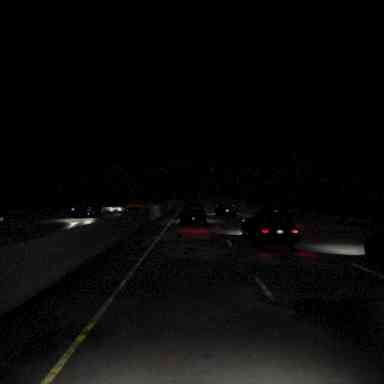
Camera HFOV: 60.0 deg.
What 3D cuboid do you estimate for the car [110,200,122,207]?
[{"bbox_3d":[-14.028,2.190,62.937,1.895,1.301,4.718,0,-1,1],"label":"car"}]

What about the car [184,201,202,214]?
[{"bbox_3d":[0.092,1.881,42.122,2.128,1.511,4.902,0,-1,0],"label":"car"}]

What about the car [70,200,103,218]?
[{"bbox_3d":[-10.599,1.665,33.690,2.097,1.767,4.553,0,-1,0],"label":"car"}]

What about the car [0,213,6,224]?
[{"bbox_3d":[-14.104,1.745,21.246,2.033,1.411,5.357,0,-1,0],"label":"car"}]

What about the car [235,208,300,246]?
[{"bbox_3d":[3.597,1.698,16.097,2.033,1.411,5.357,0,-1,0],"label":"car"}]

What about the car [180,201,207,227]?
[{"bbox_3d":[0.095,1.712,25.153,1.882,1.535,5.008,0,-1,0],"label":"car"}]

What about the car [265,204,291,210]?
[{"bbox_3d":[7.095,1.754,28.188,2.128,1.511,4.902,0,-1,0],"label":"car"}]

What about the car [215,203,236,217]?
[{"bbox_3d":[3.593,1.898,35.928,1.994,1.385,4.181,0,-1,0],"label":"car"}]

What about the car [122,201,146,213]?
[{"bbox_3d":[-7.096,1.871,42.362,1.882,1.535,5.008,0,-1,0],"label":"car"}]

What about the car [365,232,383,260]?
[{"bbox_3d":[7.098,1.620,9.997,1.812,1.442,4.674,0,-1,0],"label":"car"}]
